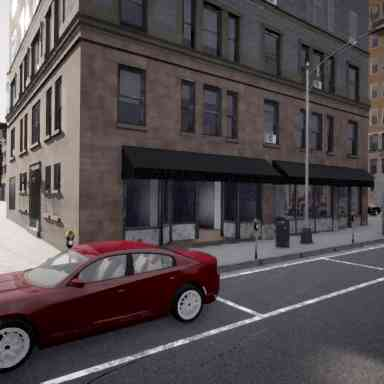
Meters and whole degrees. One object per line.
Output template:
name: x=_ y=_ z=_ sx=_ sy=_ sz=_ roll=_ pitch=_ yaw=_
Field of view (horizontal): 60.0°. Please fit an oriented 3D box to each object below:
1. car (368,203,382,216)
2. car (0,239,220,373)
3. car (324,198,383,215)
car: x=14.468 y=1.443 z=30.161 sx=1.895 sy=1.301 sz=4.718 roll=1 pitch=0 yaw=-35
car: x=-1.574 y=1.545 z=5.630 sx=4.507 sy=1.381 sz=1.887 roll=0 pitch=1 yaw=-35
car: x=16.234 y=1.411 z=33.312 sx=2.033 sy=1.411 sz=5.357 roll=1 pitch=0 yaw=-35
